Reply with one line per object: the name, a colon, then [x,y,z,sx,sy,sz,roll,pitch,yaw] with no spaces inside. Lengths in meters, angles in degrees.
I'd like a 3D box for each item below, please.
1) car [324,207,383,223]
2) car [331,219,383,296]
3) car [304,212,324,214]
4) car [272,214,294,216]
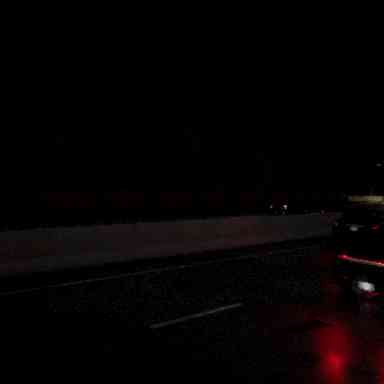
car: [7.760,1.397,13.594,4.553,1.767,2.097,0,0,-35]
car: [5.171,1.518,7.483,4.902,1.511,2.128,0,0,-35]
car: [12.217,1.588,29.942,4.892,1.490,1.837,0,0,-36]
car: [9.597,1.435,32.378,4.553,1.767,2.097,0,0,-36]
